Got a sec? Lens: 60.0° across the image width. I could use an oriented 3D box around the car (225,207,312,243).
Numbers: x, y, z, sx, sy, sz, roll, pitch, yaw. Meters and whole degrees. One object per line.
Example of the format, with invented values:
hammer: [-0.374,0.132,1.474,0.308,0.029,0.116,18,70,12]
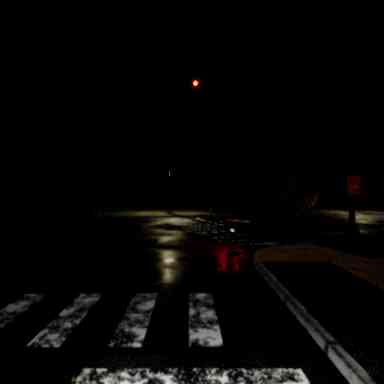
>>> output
car: [3.829,1.515,16.235,4.902,1.511,2.128,1,0,-35]
